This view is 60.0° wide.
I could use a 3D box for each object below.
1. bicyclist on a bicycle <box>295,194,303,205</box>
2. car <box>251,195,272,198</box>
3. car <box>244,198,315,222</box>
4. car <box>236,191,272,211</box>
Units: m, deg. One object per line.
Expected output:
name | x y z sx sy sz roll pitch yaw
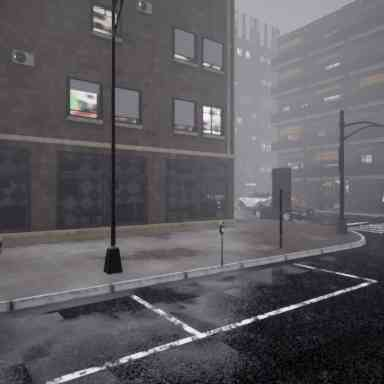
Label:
bicyclist on a bicycle | 11.563 1.011 36.223 1.656 1.620 0.582 0 1 -36
car | 7.495 1.250 26.954 1.882 1.535 5.008 0 1 -36
car | 6.302 1.342 24.208 2.008 1.369 4.403 1 0 -36
car | 6.920 0.922 33.235 2.150 2.045 5.566 0 1 -36
